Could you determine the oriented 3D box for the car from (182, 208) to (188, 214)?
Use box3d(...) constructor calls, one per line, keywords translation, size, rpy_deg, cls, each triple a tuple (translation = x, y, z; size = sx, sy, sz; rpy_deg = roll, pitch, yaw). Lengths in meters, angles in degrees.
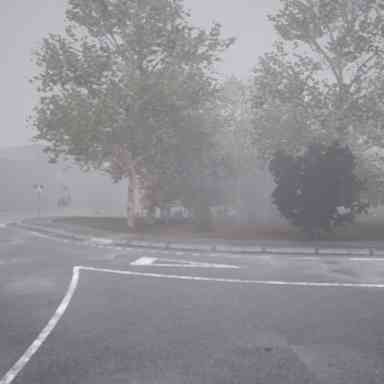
box3d(translation=(-1.512, 4.972, 93.406), size=(2.435, 2.045, 5.566), rpy_deg=(0, -2, 23), cls="car")
